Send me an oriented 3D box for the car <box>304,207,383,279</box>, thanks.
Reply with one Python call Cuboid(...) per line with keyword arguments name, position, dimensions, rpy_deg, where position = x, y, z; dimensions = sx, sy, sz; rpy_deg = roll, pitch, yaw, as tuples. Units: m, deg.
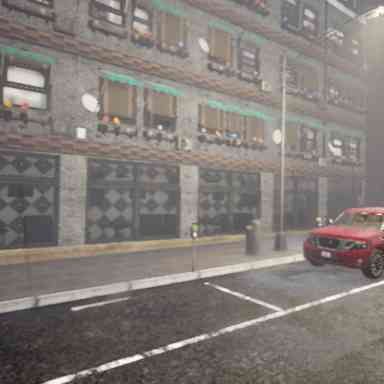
Cuboid(name="car", position=(5.758, 1.434, 10.645), dimensions=(5.009, 1.841, 2.192), rpy_deg=(1, 0, -35))
